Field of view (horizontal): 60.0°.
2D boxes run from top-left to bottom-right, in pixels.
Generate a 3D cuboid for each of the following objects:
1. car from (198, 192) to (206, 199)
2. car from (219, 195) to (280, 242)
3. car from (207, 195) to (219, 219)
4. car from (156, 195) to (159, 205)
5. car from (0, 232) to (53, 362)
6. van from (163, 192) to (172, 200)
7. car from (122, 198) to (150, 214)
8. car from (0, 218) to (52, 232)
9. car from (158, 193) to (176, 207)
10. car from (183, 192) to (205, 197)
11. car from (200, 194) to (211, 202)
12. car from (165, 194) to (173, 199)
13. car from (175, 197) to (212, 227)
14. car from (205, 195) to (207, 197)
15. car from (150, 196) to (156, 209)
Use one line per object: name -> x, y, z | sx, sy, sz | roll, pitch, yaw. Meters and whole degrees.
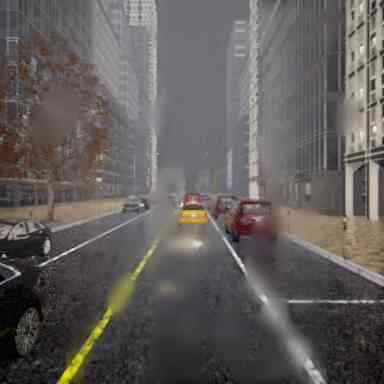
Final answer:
car -> 2.647, 0.906, 89.650 | 1.967, 1.590, 4.097 | 0, 0, 0
car -> 2.686, 1.230, 15.655 | 2.192, 1.841, 5.009 | 0, 0, 0
car -> 2.680, 1.167, 27.039 | 2.192, 1.841, 5.009 | 0, 0, 0
car -> -5.713, 1.299, 49.815 | 1.802, 1.307, 4.206 | 0, 0, 0
car -> -3.102, 1.474, 3.083 | 2.128, 1.511, 4.902 | 0, 0, 0
van -> -5.727, 0.880, 78.276 | 1.690, 1.788, 3.998 | 0, 0, 0
car -> -5.704, 1.370, 32.740 | 2.008, 1.369, 4.403 | 0, 0, 0
car -> -5.693, 1.497, 9.971 | 2.008, 1.369, 4.403 | 0, 0, 0
car -> -3.113, 1.273, 44.853 | 1.812, 1.442, 4.674 | 0, 0, 0
car -> 0.078, 0.998, 40.281 | 2.150, 2.045, 5.566 | 0, 1, 0
car -> 2.658, 1.178, 66.885 | 1.947, 1.339, 4.313 | 0, 0, 0
car -> -5.731, 1.084, 83.970 | 1.802, 1.307, 4.206 | 0, 0, 0
car -> 0.090, 1.338, 21.784 | 1.801, 1.575, 5.366 | 0, 0, 0
car -> 2.673, 1.311, 38.594 | 1.752, 1.417, 4.829 | 0, 0, 0
car -> -5.708, 1.352, 38.433 | 1.947, 1.339, 4.313 | 0, 0, 0
